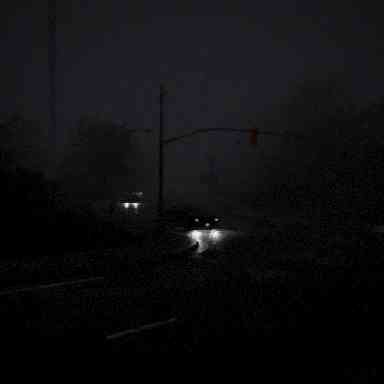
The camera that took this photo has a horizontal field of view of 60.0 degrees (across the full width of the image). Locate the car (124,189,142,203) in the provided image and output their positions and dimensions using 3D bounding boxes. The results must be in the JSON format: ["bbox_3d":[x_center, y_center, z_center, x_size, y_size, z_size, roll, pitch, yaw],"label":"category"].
[{"bbox_3d":[-8.577,0.807,47.068,1.994,1.385,4.181,0,3,-13],"label":"car"}]

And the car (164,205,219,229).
[{"bbox_3d":[-0.213,1.566,22.356,2.033,1.411,5.357,1,0,-26],"label":"car"}]

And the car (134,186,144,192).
[{"bbox_3d":[-11.668,-0.665,72.538,2.033,1.411,5.357,0,3,-1],"label":"car"}]
